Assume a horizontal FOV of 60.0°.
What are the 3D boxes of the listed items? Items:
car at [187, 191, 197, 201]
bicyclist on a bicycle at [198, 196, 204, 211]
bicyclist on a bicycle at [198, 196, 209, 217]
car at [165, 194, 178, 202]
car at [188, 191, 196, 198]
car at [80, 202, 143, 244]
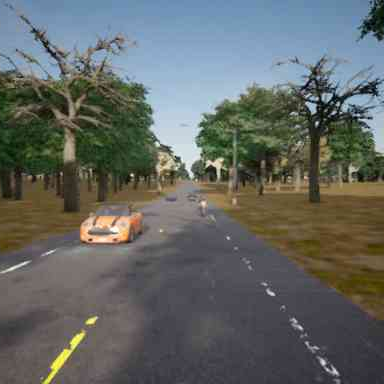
[{"bbox_3d":[0.032,0.880,60.546,2.128,1.511,4.902,0,1,1],"label":"car"},{"bbox_3d":[0.959,1.251,36.604,0.582,1.620,1.656,0,0,0],"label":"bicyclist on a bicycle"},{"bbox_3d":[0.983,1.335,27.971,0.866,1.612,1.509,0,1,0],"label":"bicyclist on a bicycle"},{"bbox_3d":[-3.559,1.002,57.766,1.994,1.385,4.181,0,1,0],"label":"car"},{"bbox_3d":[-0.011,0.564,75.848,1.837,1.490,4.892,0,2,0],"label":"car"},{"bbox_3d":[-3.602,1.329,15.637,2.097,1.767,4.553,0,0,0],"label":"car"}]
